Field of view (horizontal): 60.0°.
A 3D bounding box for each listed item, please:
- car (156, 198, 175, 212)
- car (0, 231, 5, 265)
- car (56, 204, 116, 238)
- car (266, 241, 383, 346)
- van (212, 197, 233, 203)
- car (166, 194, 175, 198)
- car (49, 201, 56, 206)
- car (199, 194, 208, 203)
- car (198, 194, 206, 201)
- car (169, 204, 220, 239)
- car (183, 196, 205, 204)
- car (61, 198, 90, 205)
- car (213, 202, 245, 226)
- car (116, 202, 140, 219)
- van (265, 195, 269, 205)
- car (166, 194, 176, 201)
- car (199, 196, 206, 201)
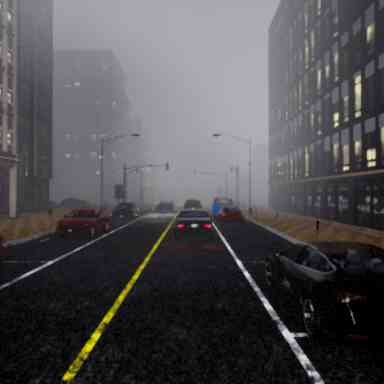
[{"bbox_3d":[-3.036,1.641,38.813,1.895,1.301,4.718,0,0,1],"label":"car"},{"bbox_3d":[-5.685,1.320,6.379,2.192,1.841,5.009,0,0,0],"label":"car"},{"bbox_3d":[-5.687,1.560,17.757,1.887,1.381,4.507,0,0,0],"label":"car"},{"bbox_3d":[2.661,1.570,6.352,1.947,1.339,4.313,0,0,0],"label":"car"},{"bbox_3d":[2.661,1.368,29.109,1.690,1.788,3.998,0,0,0],"label":"van"},{"bbox_3d":[-5.688,1.643,79.264,1.752,1.417,4.829,0,0,0],"label":"car"},{"bbox_3d":[-22.958,1.513,49.907,4.829,1.417,1.752,0,0,0],"label":"car"},{"bbox_3d":[2.693,1.631,74.065,1.752,1.417,4.829,0,0,0],"label":"car"},{"bbox_3d":[2.694,1.460,90.514,2.192,1.841,5.009,0,0,0],"label":"car"},{"bbox_3d":[0.101,1.562,17.383,2.033,1.411,5.357,0,0,0],"label":"car"},{"bbox_3d":[0.100,1.512,34.992,1.882,1.535,5.008,0,0,0],"label":"car"},{"bbox_3d":[-17.465,1.580,49.920,4.206,1.307,1.802,0,0,0],"label":"car"},{"bbox_3d":[2.661,1.603,23.419,1.802,1.307,4.206,0,0,0],"label":"car"},{"bbox_3d":[-5.687,1.593,29.134,1.947,1.339,4.313,0,0,0],"label":"car"},{"bbox_3d":[14.900,1.480,58.380,3.998,1.788,1.690,0,-1,0],"label":"van"},{"bbox_3d":[-5.687,1.460,90.513,2.192,1.841,5.009,0,0,0],"label":"car"},{"bbox_3d":[2.693,1.713,84.974,1.802,1.307,4.206,0,0,0],"label":"car"}]
